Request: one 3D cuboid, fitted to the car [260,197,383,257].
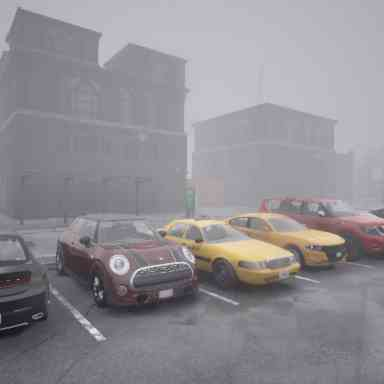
[{"bbox_3d":[4.944,1.230,12.910,2.435,2.045,5.566,0,0,-35],"label":"car"}]

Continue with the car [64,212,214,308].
[{"bbox_3d":[-1.796,1.355,8.196,2.185,1.767,4.553,0,0,-35],"label":"car"}]

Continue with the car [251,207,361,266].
[{"bbox_3d":[2.656,1.481,11.326,2.097,1.535,5.008,0,0,-35],"label":"car"}]

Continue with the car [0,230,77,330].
[{"bbox_3d":[-4.145,1.481,6.481,2.231,1.521,4.892,0,0,-35],"label":"car"}]

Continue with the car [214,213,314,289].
[{"bbox_3d":[0.497,1.478,9.559,1.946,1.575,5.366,0,0,-35],"label":"car"}]
